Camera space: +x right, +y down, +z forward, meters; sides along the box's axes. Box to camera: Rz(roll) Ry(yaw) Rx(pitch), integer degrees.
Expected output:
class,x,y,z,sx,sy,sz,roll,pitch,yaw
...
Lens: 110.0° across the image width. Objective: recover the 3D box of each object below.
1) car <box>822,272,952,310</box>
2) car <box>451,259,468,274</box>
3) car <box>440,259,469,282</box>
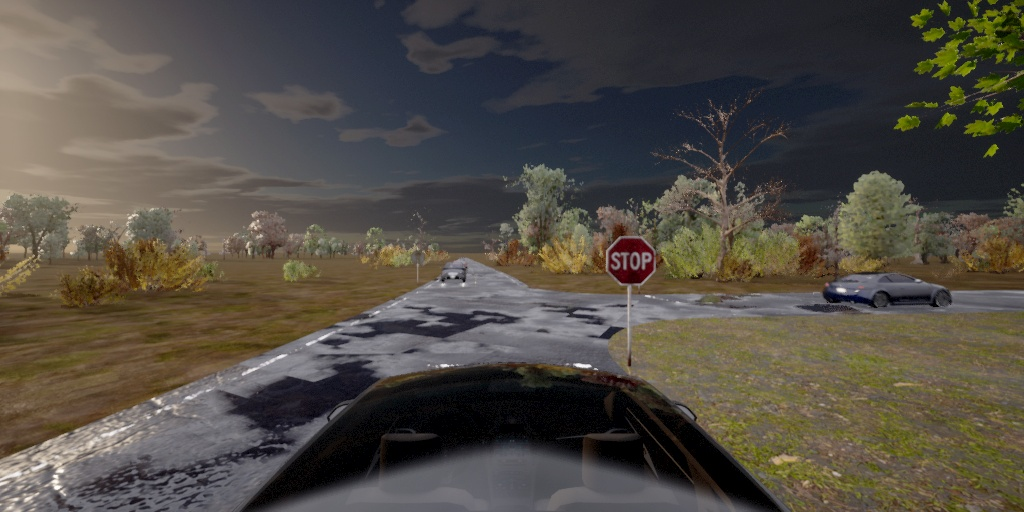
class,x,y,z,sx,sy,sz,roll,pitch,yaw
car,15.145,1.339,14.580,4.181,1.385,1.994,0,0,-7
car,-6.186,1.213,42.275,1.882,1.535,5.008,0,1,-8
car,-4.547,1.232,28.461,2.128,1.511,4.902,0,0,-6
